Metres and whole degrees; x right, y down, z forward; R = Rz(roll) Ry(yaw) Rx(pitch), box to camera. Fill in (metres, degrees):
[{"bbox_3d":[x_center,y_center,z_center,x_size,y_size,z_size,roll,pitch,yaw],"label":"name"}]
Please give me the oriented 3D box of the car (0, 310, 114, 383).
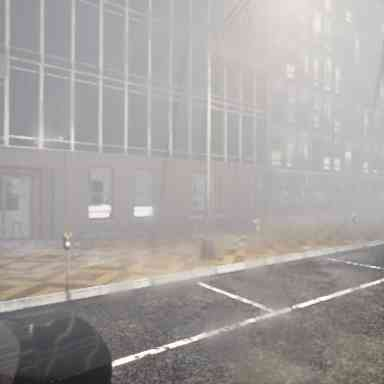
[{"bbox_3d":[-2.789,1.469,1.387,5.008,1.535,1.882,0,0,-36],"label":"car"}]
